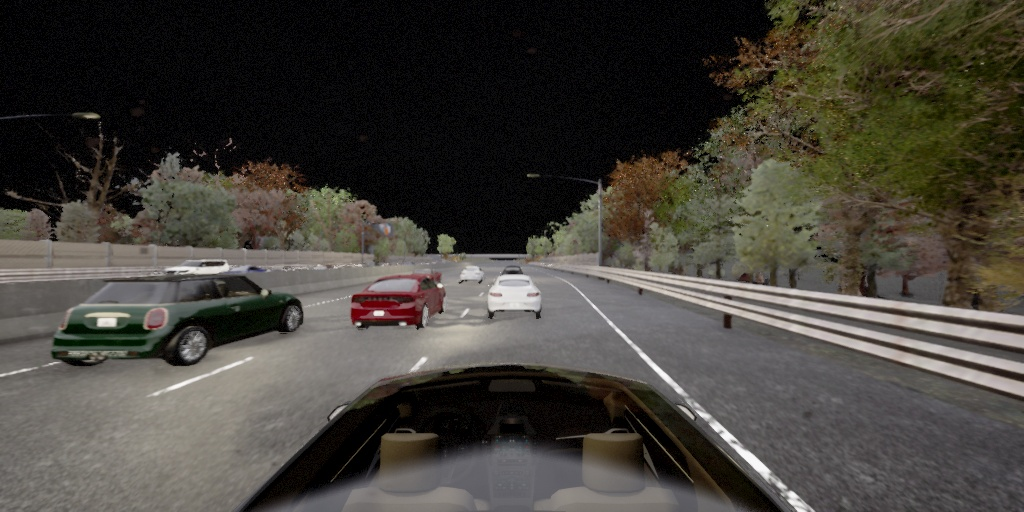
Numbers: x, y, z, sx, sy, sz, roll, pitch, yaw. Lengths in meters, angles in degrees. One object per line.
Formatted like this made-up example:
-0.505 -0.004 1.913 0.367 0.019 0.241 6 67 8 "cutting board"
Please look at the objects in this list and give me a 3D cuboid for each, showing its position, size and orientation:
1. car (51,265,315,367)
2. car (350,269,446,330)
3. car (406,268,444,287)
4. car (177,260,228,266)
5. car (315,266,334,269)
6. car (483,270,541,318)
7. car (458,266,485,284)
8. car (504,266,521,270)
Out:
-6.919 1.178 8.254 2.097 1.767 4.553 0 -1 0 "car"
-3.416 1.345 11.682 1.882 1.535 5.008 0 0 0 "car"
-6.929 1.678 29.043 1.895 1.301 4.718 0 -1 0 "car"
-27.969 1.338 32.052 2.150 2.045 5.566 0 -1 -1 "car"
-17.626 1.653 33.040 1.812 1.442 4.674 0 -1 0 "car"
0.084 1.415 13.607 1.812 1.442 4.674 0 -1 0 "car"
-3.443 1.634 31.635 1.812 1.442 4.674 0 -1 0 "car"
0.070 1.601 30.632 1.837 1.490 4.892 0 -1 0 "car"
